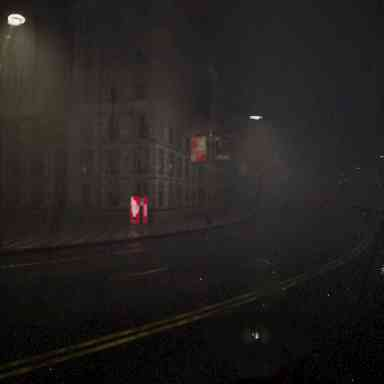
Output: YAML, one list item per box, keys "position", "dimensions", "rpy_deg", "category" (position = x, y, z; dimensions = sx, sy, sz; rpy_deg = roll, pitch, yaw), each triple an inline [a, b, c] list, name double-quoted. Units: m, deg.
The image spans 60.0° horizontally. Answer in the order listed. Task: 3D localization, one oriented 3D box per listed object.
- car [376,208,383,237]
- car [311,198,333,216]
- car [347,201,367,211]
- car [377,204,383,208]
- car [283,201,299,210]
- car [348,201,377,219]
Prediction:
- position: [12.038, 1.845, 19.247]
  dimensions: [1.994, 1.385, 4.181]
  rpy_deg: [0, -1, 27]
  category: "car"
- position: [15.516, 1.776, 39.900]
  dimensions: [2.150, 2.045, 5.566]
  rpy_deg: [0, -1, 17]
  category: "car"
- position: [27.710, 2.282, 55.990]
  dimensions: [2.128, 1.511, 4.902]
  rpy_deg: [0, -1, 17]
  category: "car"
- position: [23.736, 2.167, 41.934]
  dimensions: [1.994, 1.385, 4.181]
  rpy_deg: [0, -1, 17]
  category: "car"
- position: [12.176, 1.790, 40.947]
  dimensions: [1.812, 1.442, 4.674]
  rpy_deg: [0, -1, 17]
  category: "car"
- position: [17.896, 2.028, 35.426]
  dimensions: [1.812, 1.442, 4.674]
  rpy_deg: [0, -1, 17]
  category: "car"
